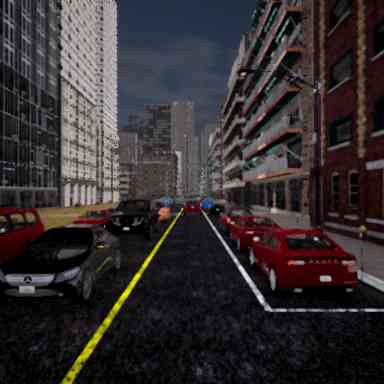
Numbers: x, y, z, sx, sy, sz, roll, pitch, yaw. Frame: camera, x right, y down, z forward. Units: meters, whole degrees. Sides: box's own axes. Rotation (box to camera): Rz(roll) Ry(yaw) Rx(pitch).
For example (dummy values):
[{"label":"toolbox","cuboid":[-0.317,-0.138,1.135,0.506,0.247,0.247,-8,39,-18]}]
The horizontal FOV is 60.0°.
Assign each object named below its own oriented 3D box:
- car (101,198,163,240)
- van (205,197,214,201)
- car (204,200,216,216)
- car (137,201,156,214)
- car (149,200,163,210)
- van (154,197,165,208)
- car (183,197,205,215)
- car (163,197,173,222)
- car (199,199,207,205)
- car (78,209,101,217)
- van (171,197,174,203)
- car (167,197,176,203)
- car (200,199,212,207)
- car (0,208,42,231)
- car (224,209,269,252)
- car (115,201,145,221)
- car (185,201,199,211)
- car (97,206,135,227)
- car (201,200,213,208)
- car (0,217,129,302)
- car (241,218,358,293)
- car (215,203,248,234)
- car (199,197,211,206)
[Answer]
[{"label":"car","cuboid":[-3.084,1.382,18.412,2.150,2.045,5.566,0,0,0]},{"label":"van","cuboid":[2.684,1.826,53.132,1.690,1.788,3.998,0,-1,0]},{"label":"car","cuboid":[2.684,1.893,36.548,1.947,1.339,4.313,0,-1,0]},{"label":"car","cuboid":[-5.696,1.903,41.906,1.752,1.417,4.829,0,-1,0]},{"label":"car","cuboid":[-5.695,2.029,53.131,1.887,1.381,4.507,0,-1,0]},{"label":"van","cuboid":[-5.696,1.878,58.660,1.690,1.788,3.998,0,-1,0]},{"label":"car","cuboid":[0.100,1.693,37.996,2.097,1.767,4.553,0,-1,0]},{"label":"car","cuboid":[-3.070,1.607,28.770,2.097,1.767,4.553,0,-1,0]},{"label":"car","cuboid":[2.685,2.321,80.766,1.947,1.339,4.313,0,-1,0]},{"label":"car","cuboid":[-5.696,1.720,19.966,1.887,1.381,4.507,0,-1,0]},{"label":"van","cuboid":[-5.696,2.041,75.242,1.690,1.788,3.998,0,-1,0]},{"label":"car","cuboid":[-5.697,2.183,91.825,2.192,1.841,5.009,0,-1,0]},{"label":"car","cuboid":[2.685,2.142,64.185,2.008,1.369,4.403,0,-1,0]},{"label":"car","cuboid":[-5.697,1.394,8.914,2.192,1.841,5.009,0,0,0]},{"label":"car","cuboid":[2.684,1.672,14.438,1.887,1.381,4.507,0,-1,0]},{"label":"car","cuboid":[-5.696,1.716,31.023,1.967,1.590,4.097,0,-1,0]},{"label":"car","cuboid":[0.008,2.015,49.547,1.994,1.385,4.181,0,0,0]},{"label":"car","cuboid":[-5.696,1.791,25.494,1.947,1.339,4.313,0,-1,0]},{"label":"car","cuboid":[2.685,2.082,58.658,1.887,1.381,4.507,0,-1,0]},{"label":"car","cuboid":[-3.089,1.602,8.592,1.812,1.442,4.674,0,0,0]},{"label":"car","cuboid":[2.684,1.623,8.911,1.887,1.381,4.507,0,-1,0]},{"label":"car","cuboid":[2.684,1.616,19.966,1.967,1.590,4.097,0,-1,0]},{"label":"car","cuboid":[2.683,1.960,69.715,2.192,1.841,5.009,0,-1,0]}]
